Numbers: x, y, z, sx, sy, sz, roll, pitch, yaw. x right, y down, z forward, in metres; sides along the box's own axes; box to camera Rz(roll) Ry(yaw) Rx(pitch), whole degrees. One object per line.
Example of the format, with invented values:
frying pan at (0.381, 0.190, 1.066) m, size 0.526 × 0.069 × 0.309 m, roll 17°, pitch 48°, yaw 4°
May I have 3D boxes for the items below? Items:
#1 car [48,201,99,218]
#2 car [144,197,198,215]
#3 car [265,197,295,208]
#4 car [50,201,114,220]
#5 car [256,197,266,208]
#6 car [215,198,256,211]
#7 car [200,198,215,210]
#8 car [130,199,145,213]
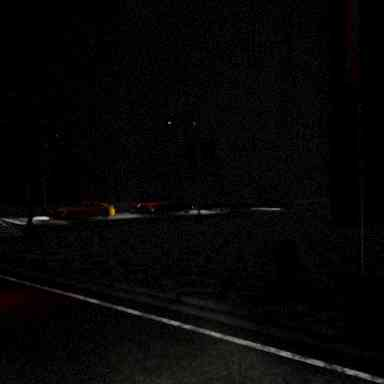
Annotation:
car at (-11.262, 1.642, 31.691) m, size 4.181 × 1.385 × 1.994 m, roll 0°, pitch 0°, yaw -41°
car at (-2.120, 1.556, 35.309) m, size 4.902 × 1.511 × 2.128 m, roll 0°, pitch 0°, yaw -41°
car at (13.224, 1.579, 48.539) m, size 4.674 × 1.442 × 1.812 m, roll 0°, pitch 0°, yaw -40°
car at (-9.301, 1.552, 29.084) m, size 5.008 × 1.535 × 1.882 m, roll 0°, pitch 0°, yaw -42°
car at (10.608, 1.550, 50.577) m, size 4.902 × 1.511 × 2.128 m, roll 0°, pitch 0°, yaw -41°
car at (5.501, 1.658, 41.903) m, size 4.718 × 1.301 × 1.895 m, roll 0°, pitch 0°, yaw -41°
car at (2.752, 1.588, 43.820) m, size 4.674 × 1.442 × 1.812 m, roll 0°, pitch 0°, yaw -41°
car at (-4.681, 1.421, 37.388) m, size 4.553 × 1.767 × 2.097 m, roll 0°, pitch 0°, yaw -41°
